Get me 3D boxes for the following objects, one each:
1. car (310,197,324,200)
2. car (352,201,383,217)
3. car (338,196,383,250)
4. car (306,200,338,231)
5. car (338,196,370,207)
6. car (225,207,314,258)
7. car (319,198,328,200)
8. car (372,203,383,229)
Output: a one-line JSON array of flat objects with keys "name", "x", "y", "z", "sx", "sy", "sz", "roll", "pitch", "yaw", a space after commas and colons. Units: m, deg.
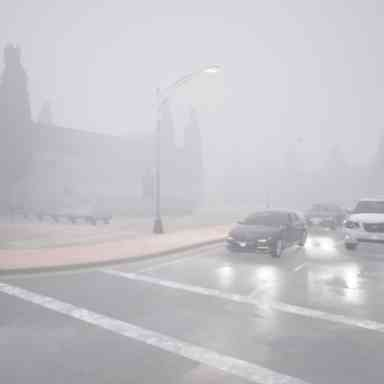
[{"name": "car", "x": 20.520, "y": 1.515, "z": 54.302, "sx": 1.812, "sy": 1.442, "sz": 4.674, "roll": 0, "pitch": 0, "yaw": -14}, {"name": "car", "x": 16.934, "y": 1.597, "z": 31.941, "sx": 1.895, "sy": 1.301, "sz": 4.718, "roll": 0, "pitch": 0, "yaw": 14}, {"name": "car", "x": 7.893, "y": 1.220, "z": 13.825, "sx": 2.150, "sy": 2.045, "sz": 5.566, "roll": 0, "pitch": 0, "yaw": 34}, {"name": "car", "x": 8.248, "y": 1.488, "z": 20.776, "sx": 2.128, "sy": 1.511, "sz": 4.902, "roll": 0, "pitch": 0, "yaw": 32}, {"name": "car", "x": 24.738, "y": 1.470, "z": 50.951, "sx": 1.882, "sy": 1.535, "sz": 5.008, "roll": 0, "pitch": 0, "yaw": -8}, {"name": "car", "x": 3.060, "y": 1.502, "z": 13.039, "sx": 1.837, "sy": 1.490, "sz": 4.892, "roll": 0, "pitch": 0, "yaw": 35}, {"name": "car", "x": 12.665, "y": 1.521, "z": 29.847, "sx": 1.812, "sy": 1.442, "sz": 4.674, "roll": 0, "pitch": 0, "yaw": 18}, {"name": "car", "x": 13.365, "y": 1.545, "z": 22.494, "sx": 2.033, "sy": 1.411, "sz": 5.357, "roll": 0, "pitch": 0, "yaw": 28}]
